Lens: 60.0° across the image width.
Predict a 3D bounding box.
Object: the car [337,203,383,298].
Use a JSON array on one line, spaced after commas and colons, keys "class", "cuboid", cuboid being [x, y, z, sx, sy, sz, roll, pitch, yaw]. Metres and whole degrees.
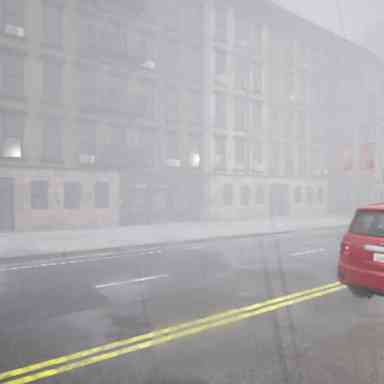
[{"class": "car", "cuboid": [5.514, 1.265, 7.376, 5.566, 2.045, 2.150, 0, 0, -36]}]
